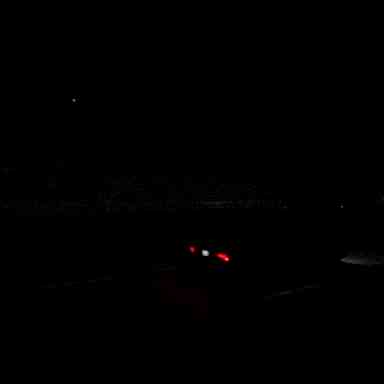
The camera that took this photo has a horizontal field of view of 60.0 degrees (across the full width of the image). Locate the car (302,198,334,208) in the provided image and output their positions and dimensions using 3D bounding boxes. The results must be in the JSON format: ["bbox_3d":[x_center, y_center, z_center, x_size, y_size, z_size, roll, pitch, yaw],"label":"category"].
[{"bbox_3d":[14.471,1.683,35.965,5.008,1.535,1.882,0,0,-37],"label":"car"}]

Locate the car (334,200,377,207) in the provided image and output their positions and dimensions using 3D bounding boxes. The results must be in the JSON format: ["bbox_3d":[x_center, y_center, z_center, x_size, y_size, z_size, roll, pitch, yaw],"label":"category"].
[{"bbox_3d":[16.674,1.559,33.243,4.553,1.767,2.097,0,0,-37],"label":"car"}]

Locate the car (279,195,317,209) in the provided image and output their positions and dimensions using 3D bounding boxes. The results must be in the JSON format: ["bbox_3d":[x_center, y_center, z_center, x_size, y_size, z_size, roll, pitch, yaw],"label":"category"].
[{"bbox_3d":[12.643,1.426,38.967,5.566,2.045,2.150,0,0,-37],"label":"car"}]

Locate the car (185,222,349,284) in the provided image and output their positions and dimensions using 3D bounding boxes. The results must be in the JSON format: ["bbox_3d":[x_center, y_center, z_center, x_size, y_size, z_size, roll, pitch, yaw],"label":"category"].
[{"bbox_3d":[2.382,1.591,9.764,5.357,1.411,2.033,0,0,-35],"label":"car"}]
